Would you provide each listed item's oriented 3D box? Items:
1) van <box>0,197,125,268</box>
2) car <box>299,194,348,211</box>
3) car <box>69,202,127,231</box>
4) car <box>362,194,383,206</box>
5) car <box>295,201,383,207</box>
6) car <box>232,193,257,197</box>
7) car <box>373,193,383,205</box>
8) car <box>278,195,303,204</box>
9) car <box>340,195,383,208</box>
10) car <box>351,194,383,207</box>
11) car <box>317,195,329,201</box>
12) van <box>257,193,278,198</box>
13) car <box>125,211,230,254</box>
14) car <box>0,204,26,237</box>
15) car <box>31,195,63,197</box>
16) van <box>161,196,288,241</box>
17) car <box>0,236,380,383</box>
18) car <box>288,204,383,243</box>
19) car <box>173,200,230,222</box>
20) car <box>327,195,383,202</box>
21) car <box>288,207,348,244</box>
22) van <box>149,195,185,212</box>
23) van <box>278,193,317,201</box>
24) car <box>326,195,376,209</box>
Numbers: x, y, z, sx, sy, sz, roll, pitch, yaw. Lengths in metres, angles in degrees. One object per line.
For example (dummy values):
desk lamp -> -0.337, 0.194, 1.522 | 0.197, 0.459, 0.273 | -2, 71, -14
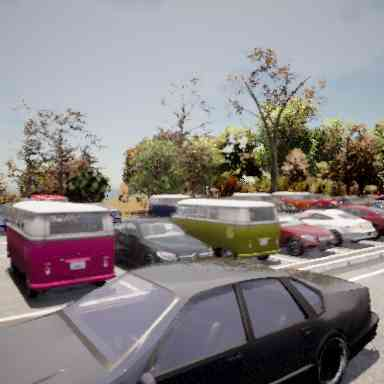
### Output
van -> -3.594, 1.248, 8.603 | 1.878, 1.987, 4.442 | 0, 0, -35
car -> 14.388, 1.081, 36.669 | 2.185, 1.767, 4.553 | -1, 1, -35
car -> -6.325, 1.496, 21.935 | 2.097, 1.535, 5.008 | 1, 0, -35
car -> 26.024, 1.026, 44.883 | 2.097, 1.535, 5.008 | -1, 1, -35
car -> 8.015, 1.420, 16.692 | 2.097, 1.535, 5.008 | -1, 1, -35
car -> 2.910, 1.260, 28.451 | 2.185, 1.767, 4.553 | -1, 1, -35
car -> 28.326, 0.991, 46.518 | 2.231, 1.521, 4.892 | -1, 1, -35
car -> 7.597, 1.314, 31.821 | 2.231, 1.521, 4.892 | -1, 1, -35
car -> 21.399, 1.127, 41.643 | 2.163, 1.488, 4.792 | -1, 1, -35
car -> 23.722, 1.062, 43.249 | 2.097, 1.535, 5.008 | -1, 1, -35
car -> 12.102, 1.242, 35.016 | 2.097, 1.535, 5.008 | -1, 1, -35
van -> 5.226, 1.123, 30.277 | 1.878, 1.987, 4.442 | -1, 0, -35
car -> -1.225, 1.528, 10.144 | 2.002, 1.452, 4.674 | 0, 0, -35
car -> -10.927, 1.501, 18.641 | 2.163, 1.488, 4.792 | 0, 0, -35
car -> -8.624, 1.235, 20.277 | 2.435, 2.045, 5.566 | 0, 0, -35
van -> 0.917, 1.272, 11.804 | 1.878, 1.987, 4.442 | 0, 0, -35
car -> -0.022, 1.546, 3.666 | 5.357, 1.411, 2.033 | 0, 0, -35
car -> 5.710, 1.496, 15.059 | 2.002, 1.452, 4.674 | -1, 1, -35
car -> 0.675, 1.450, 26.943 | 2.163, 1.488, 4.792 | -1, 1, -35
car -> 10.297, 1.259, 18.356 | 2.185, 1.767, 4.553 | -1, 1, -35
car -> 3.395, 1.528, 13.423 | 2.002, 1.452, 4.674 | -1, 1, -35
van -> -1.546, 1.230, 25.184 | 1.878, 1.987, 4.442 | -1, 1, -35
van -> 9.836, 1.051, 33.543 | 1.878, 1.987, 4.442 | -1, 1, -35
car -> 19.009, 1.135, 39.917 | 2.097, 1.535, 5.008 | -1, 1, -35
